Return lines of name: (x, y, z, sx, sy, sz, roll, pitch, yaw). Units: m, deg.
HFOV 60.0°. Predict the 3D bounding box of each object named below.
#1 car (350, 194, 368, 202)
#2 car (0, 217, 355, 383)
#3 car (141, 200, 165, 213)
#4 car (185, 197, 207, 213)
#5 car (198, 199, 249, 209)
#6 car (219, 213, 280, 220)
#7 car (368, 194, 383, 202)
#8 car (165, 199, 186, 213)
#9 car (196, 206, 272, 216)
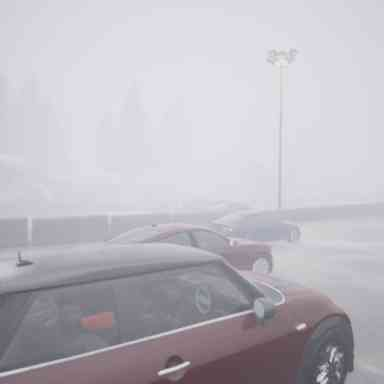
car: (30.269, 1.086, 59.866, 4.181, 1.385, 1.994, -1, 1, -35)
car: (-0.263, 1.356, 3.559, 4.553, 1.767, 2.097, 0, 0, -36)
car: (-2.841, 1.537, 36.359, 5.357, 1.411, 2.033, 0, 0, -35)
car: (2.158, 1.490, 31.323, 4.892, 1.490, 1.837, 0, 0, -35)
car: (3.117, 1.516, 27.710, 4.674, 1.442, 1.812, 0, 0, -35)
car: (-0.170, 1.485, 7.924, 5.008, 1.535, 1.882, 0, 0, -36)
car: (32.987, 1.070, 57.509, 4.181, 1.385, 1.994, -1, 1, -35)
car: (-0.035, 1.338, 34.058, 4.553, 1.767, 2.097, 0, 0, -35)
car: (2.680, 1.536, 14.275, 4.674, 1.442, 1.812, 0, 0, -36)
